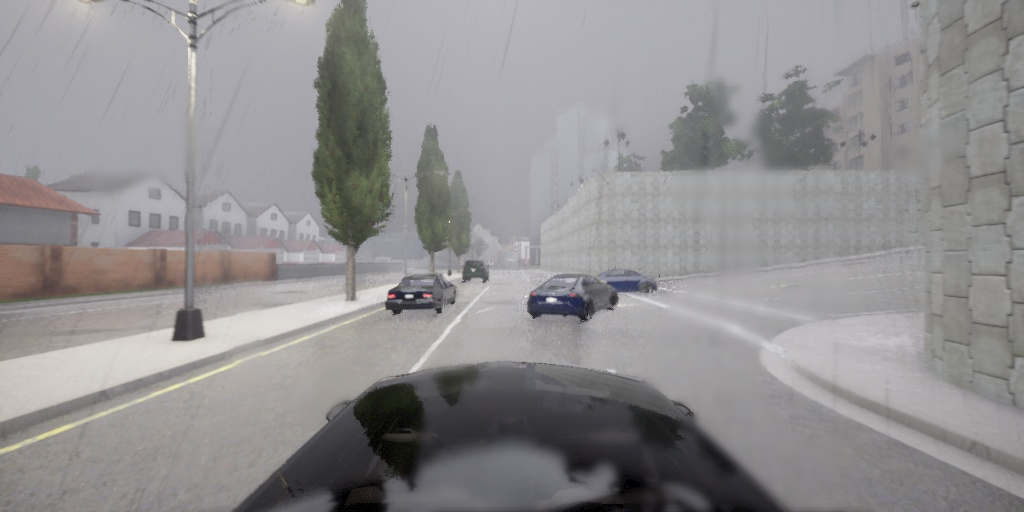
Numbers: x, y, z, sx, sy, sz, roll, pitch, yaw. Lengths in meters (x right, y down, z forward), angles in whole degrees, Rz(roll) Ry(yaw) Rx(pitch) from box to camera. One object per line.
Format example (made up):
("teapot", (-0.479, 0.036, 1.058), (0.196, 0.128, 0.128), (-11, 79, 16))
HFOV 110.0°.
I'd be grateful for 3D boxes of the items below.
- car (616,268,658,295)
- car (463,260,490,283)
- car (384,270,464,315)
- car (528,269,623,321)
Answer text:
("car", (5.679, 1.367, 19.524), (4.181, 1.385, 1.994), (-2, -1, 12))
("car", (-3.397, 1.416, 34.232), (2.150, 2.045, 5.566), (0, -1, 0))
("car", (-3.424, 1.442, 14.433), (2.033, 1.411, 5.357), (-1, -1, 0))
("car", (2.219, 1.308, 12.497), (1.994, 1.385, 4.181), (-2, -2, 31))
